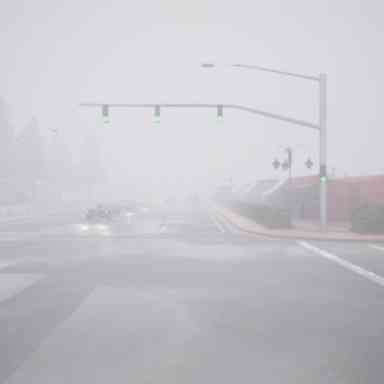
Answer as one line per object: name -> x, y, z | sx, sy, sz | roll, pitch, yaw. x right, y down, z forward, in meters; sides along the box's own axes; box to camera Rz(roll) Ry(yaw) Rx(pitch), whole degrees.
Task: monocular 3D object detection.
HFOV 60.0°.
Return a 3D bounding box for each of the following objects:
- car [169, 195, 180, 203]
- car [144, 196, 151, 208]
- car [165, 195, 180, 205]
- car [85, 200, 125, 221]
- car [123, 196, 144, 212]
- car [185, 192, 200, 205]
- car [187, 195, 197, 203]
car -> -3.482, 1.318, 66.013 | 1.882, 1.535, 5.008 | 0, 0, 0
car -> -7.050, 1.372, 47.437 | 1.882, 1.535, 5.008 | 0, 0, 0
car -> -3.387, 1.219, 55.971 | 2.097, 1.767, 4.553 | 0, 0, 0
car -> -7.084, 1.549, 26.933 | 1.895, 1.301, 4.718 | 0, 0, 0
car -> -7.075, 1.469, 36.941 | 2.033, 1.411, 5.357 | 0, 0, 0
car -> 0.114, 1.087, 54.011 | 2.150, 2.045, 5.566 | 0, 0, 0
car -> 0.018, 1.339, 65.929 | 1.837, 1.490, 4.892 | 0, 0, 0
